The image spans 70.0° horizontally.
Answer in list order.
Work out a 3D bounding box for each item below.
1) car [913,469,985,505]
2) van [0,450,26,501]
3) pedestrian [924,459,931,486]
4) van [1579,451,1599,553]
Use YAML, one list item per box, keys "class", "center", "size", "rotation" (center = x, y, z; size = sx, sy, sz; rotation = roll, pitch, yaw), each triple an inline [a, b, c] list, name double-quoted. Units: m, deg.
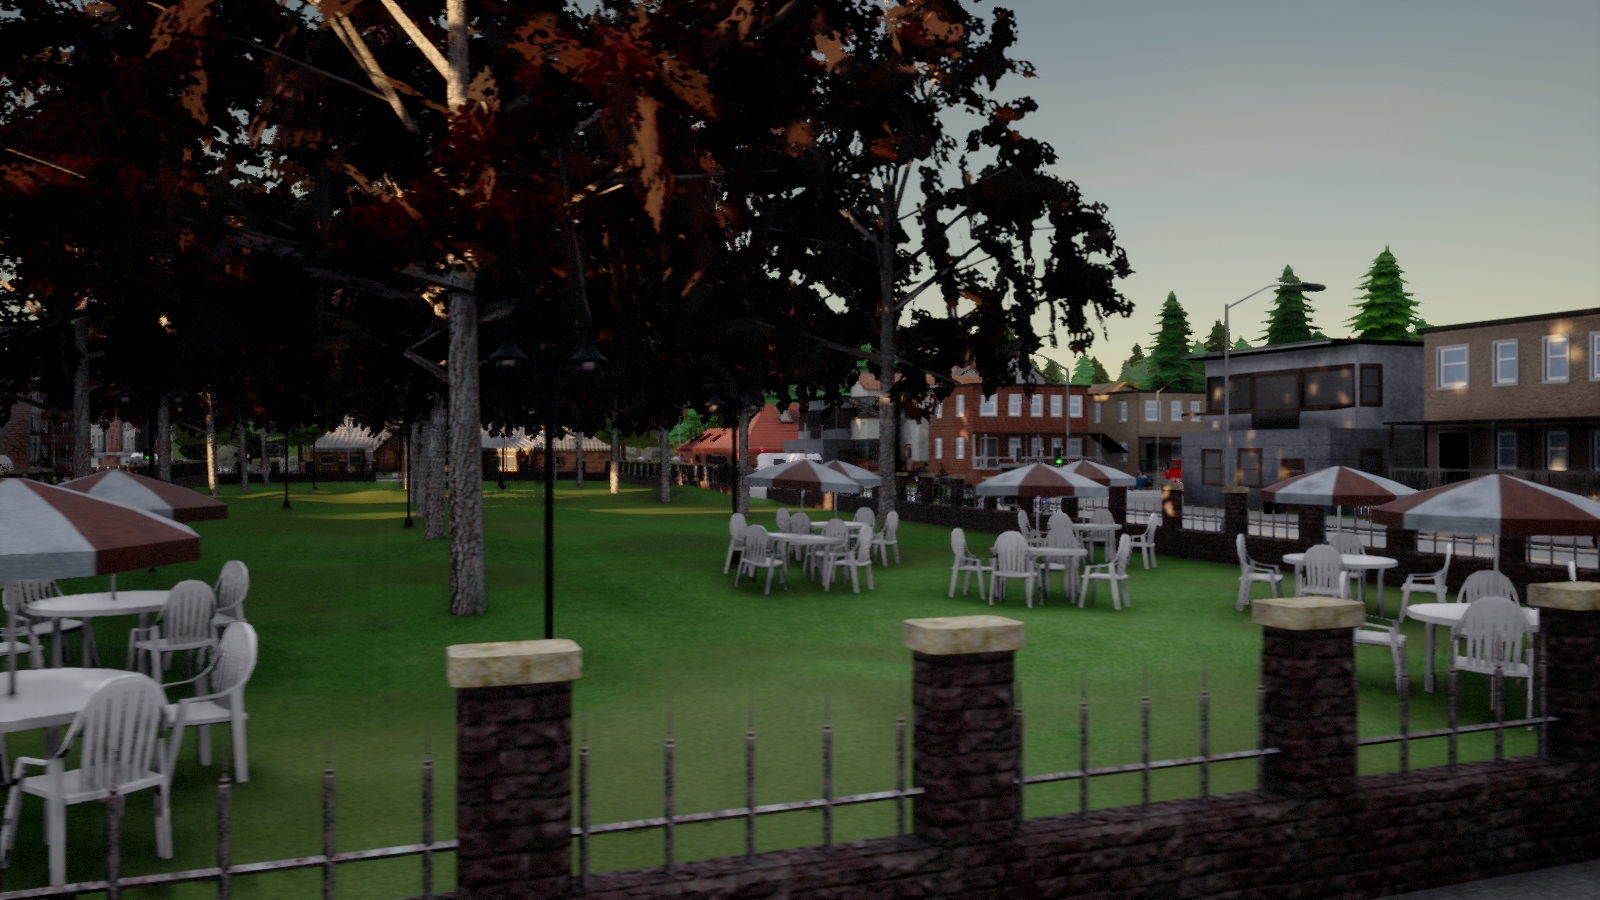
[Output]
- class: "car"
  center: [7.177, 1.779, 55.514]
  size: [1.851, 1.617, 3.988]
  rotation: [0, 0, -20]
- class: "van"
  center: [-42.640, 1.316, 59.946]
  size: [1.988, 2.561, 5.915]
  rotation: [0, 0, -20]
- class: "pedestrian"
  center: [8.611, 1.517, 77.233]
  size: [0.375, 1.860, 0.375]
  rotation: [0, 0, -13]
- class: "van"
  center: [21.900, 1.313, 26.814]
  size: [1.988, 2.561, 5.915]
  rotation: [0, 0, -20]
